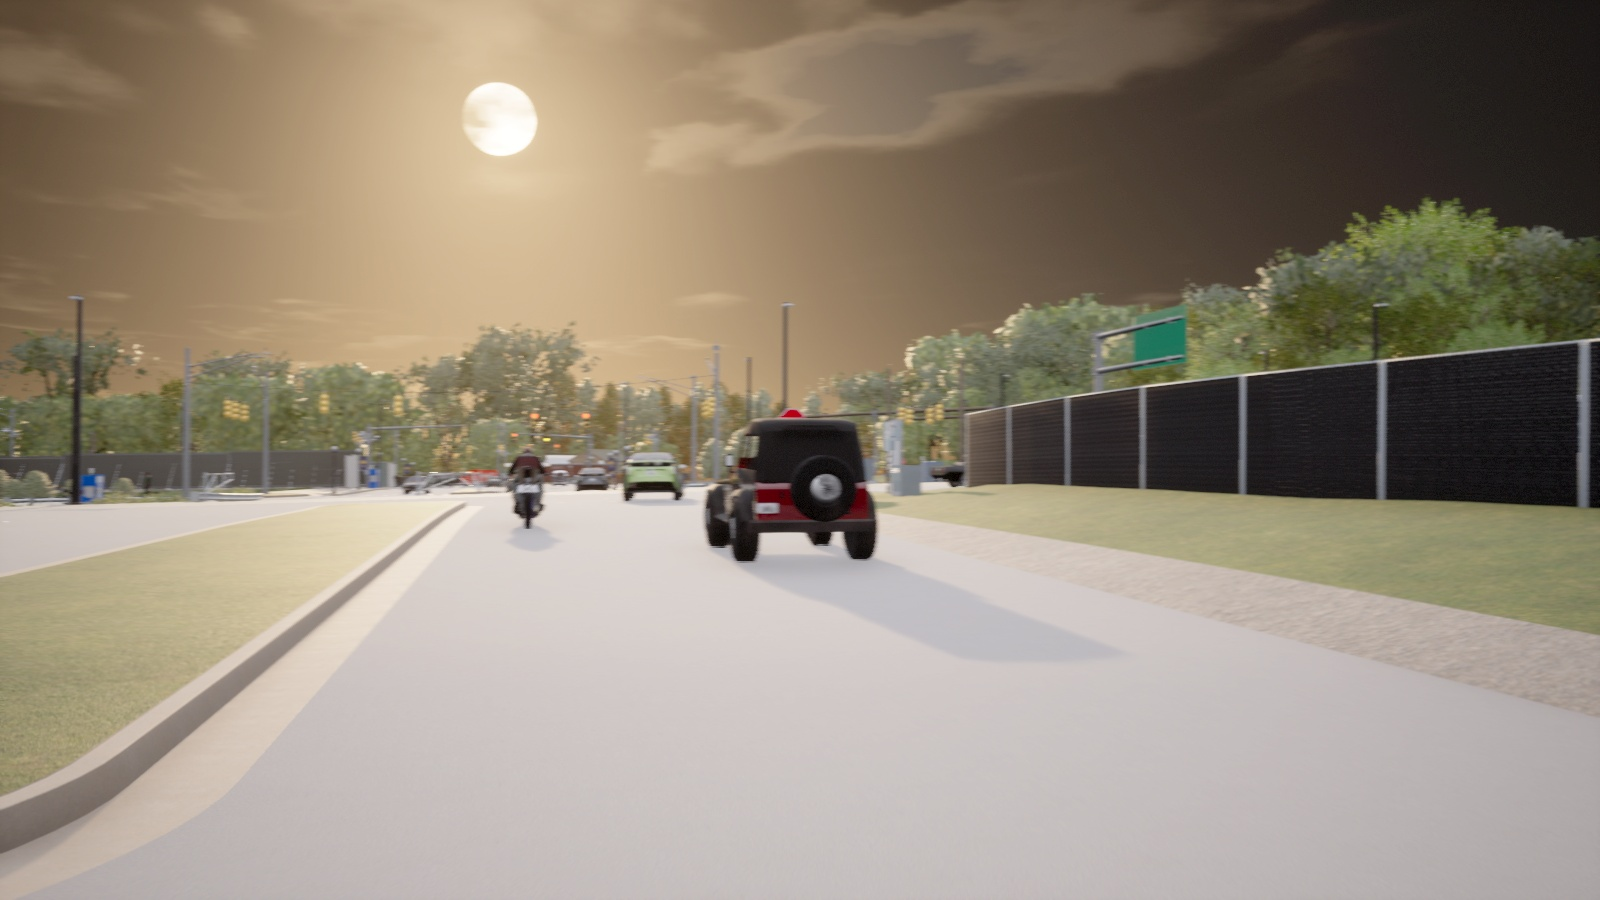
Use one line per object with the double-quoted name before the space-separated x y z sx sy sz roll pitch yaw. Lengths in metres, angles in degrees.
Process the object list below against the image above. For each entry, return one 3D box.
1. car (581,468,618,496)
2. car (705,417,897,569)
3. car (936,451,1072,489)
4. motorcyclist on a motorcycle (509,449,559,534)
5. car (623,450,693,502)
"car" -11.455 1.790 71.738 2.007 1.525 4.514 -1 -1 -9
"car" -0.115 0.512 17.577 1.905 1.878 3.866 0 0 -12
"car" 7.701 0.761 47.597 4.718 1.301 1.895 -1 0 -11
"motorcyclist on a motorcycle" -5.047 0.744 23.828 0.866 1.530 2.191 -1 0 -12
"car" -4.433 0.808 39.832 2.007 1.525 4.514 -1 -1 -4
